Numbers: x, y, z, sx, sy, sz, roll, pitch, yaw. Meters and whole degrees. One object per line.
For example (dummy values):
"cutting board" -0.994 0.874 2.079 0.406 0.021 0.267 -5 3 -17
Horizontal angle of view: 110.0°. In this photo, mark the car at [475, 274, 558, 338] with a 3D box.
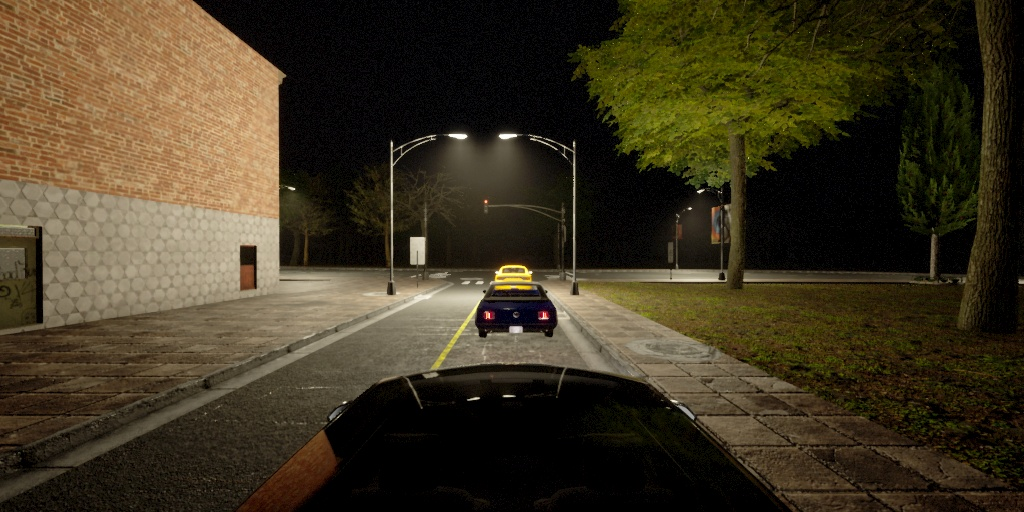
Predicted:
"car" 0.095 1.356 10.202 1.895 1.301 4.718 0 0 0

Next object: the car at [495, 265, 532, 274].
"car" 0.093 1.255 19.547 1.882 1.535 5.008 0 0 1
